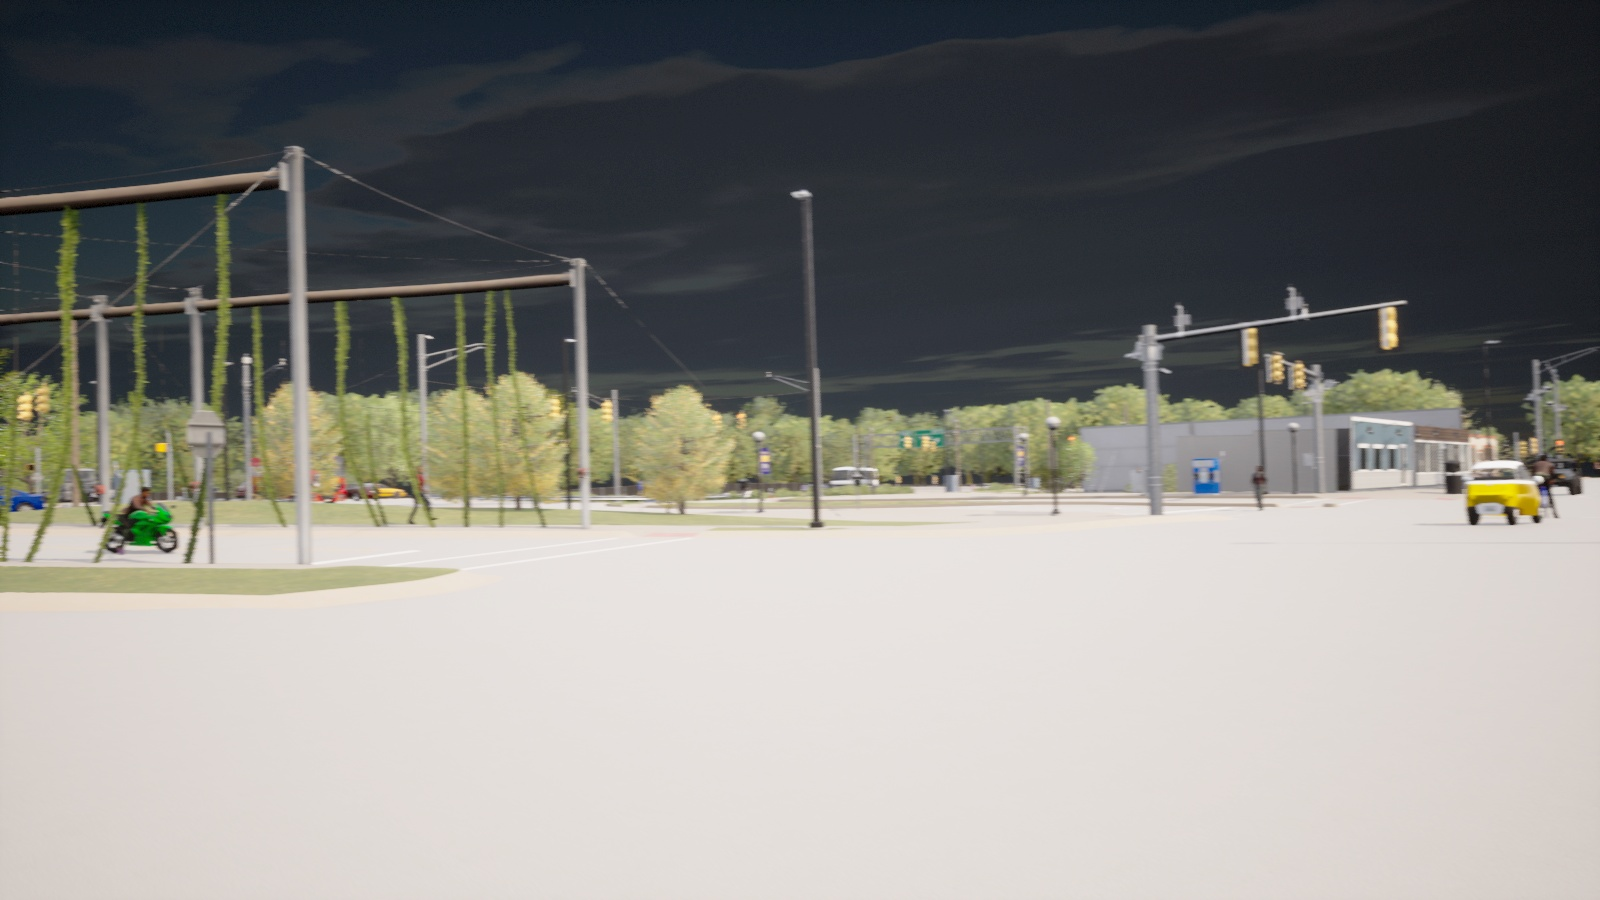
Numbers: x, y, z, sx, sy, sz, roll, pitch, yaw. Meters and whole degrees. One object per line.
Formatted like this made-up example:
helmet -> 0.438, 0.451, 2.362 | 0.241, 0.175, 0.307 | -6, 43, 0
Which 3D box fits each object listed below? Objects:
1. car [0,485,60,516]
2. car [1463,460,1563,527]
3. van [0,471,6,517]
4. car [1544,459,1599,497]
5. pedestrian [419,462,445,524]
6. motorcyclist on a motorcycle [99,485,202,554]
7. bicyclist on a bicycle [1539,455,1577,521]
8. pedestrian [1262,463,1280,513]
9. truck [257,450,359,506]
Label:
car -> -39.244, 2.476, 61.273 | 1.882, 1.535, 5.008 | -3, -3, 39
car -> 15.256, 0.931, 26.834 | 1.481, 1.376, 2.207 | -3, -3, 39
van -> -36.596, 1.892, 53.387 | 1.775, 1.987, 4.442 | -3, -3, 38
car -> 39.681, 1.436, 64.548 | 1.905, 1.878, 3.866 | -3, -2, 39
pedestrian -> -11.215, 1.312, 38.311 | 0.636, 1.846, 0.331 | -2, -1, 14
motorcyclist on a motorcycle -> -14.678, 1.555, 28.389 | 2.044, 1.523, 0.797 | -1, -1, 13
bicyclist on a bicycle -> 19.209, 0.974, 31.795 | 0.582, 1.620, 1.656 | -3, -3, 38
pedestrian -> 18.551, 1.506, 49.477 | 0.402, 1.930, 0.666 | -3, -1, 41
truck -> -34.655, 1.933, 88.334 | 8.468, 3.827, 2.891 | 0, -1, 39
